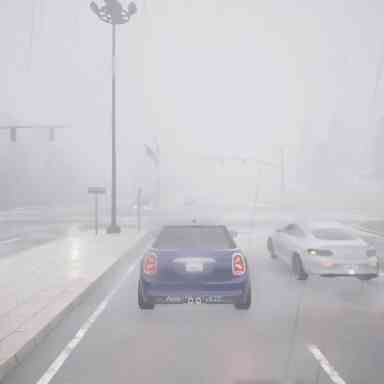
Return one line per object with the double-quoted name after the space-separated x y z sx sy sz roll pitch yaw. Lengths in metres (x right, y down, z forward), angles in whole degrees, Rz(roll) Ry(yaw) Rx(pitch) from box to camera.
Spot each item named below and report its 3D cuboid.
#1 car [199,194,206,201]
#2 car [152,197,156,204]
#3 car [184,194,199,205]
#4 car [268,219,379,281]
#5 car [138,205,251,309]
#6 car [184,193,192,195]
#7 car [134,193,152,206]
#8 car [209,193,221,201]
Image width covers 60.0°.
2.720 1.513 85.394 1.812 1.442 4.674 0 0 -1 "car"
-8.466 1.564 65.603 1.994 1.385 4.181 0 0 0 "car"
-0.245 1.526 54.827 1.812 1.442 4.674 0 0 -1 "car"
3.560 1.526 9.736 1.812 1.442 4.674 0 0 0 "car"
0.058 1.352 8.008 2.097 1.767 4.553 0 0 0 "car"
-0.779 1.489 85.331 1.837 1.490 4.892 0 0 -1 "car"
-8.344 1.352 55.657 2.097 1.767 4.553 0 0 -1 "car"
6.226 1.215 85.128 2.150 2.045 5.566 0 0 -1 "car"
